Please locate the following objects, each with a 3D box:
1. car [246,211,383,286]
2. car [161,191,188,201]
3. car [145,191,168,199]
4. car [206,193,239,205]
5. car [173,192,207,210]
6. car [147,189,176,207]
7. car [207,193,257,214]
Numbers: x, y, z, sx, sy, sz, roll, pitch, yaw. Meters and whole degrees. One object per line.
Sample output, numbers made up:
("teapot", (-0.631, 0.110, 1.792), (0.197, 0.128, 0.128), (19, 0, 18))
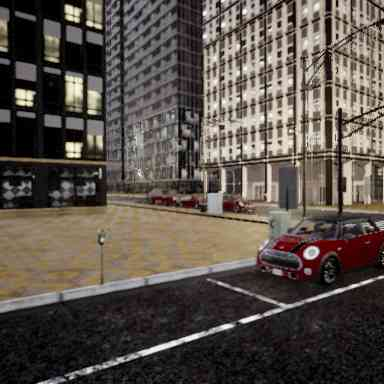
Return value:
("car", (3.683, 1.391, 9.172), (4.097, 1.590, 1.967), (0, 0, -35))
("car", (-2.760, 0.542, 51.209), (1.752, 1.417, 4.829), (1, 1, -36))
("car", (-5.904, 0.479, 55.608), (1.947, 1.339, 4.313), (1, 1, -36))
("car", (3.821, 0.817, 41.995), (1.802, 1.307, 4.206), (1, 1, -36))
("car", (0.279, 0.989, 32.539), (1.802, 1.307, 4.206), (1, 1, -36))
("car", (-2.956, 0.614, 37.072), (2.192, 1.841, 5.009), (1, 1, -36))
("car", (3.522, 0.954, 28.003), (1.967, 1.590, 4.097), (1, 1, -36))
